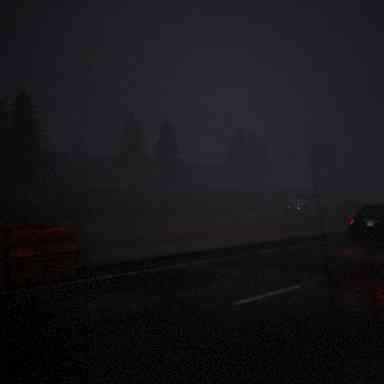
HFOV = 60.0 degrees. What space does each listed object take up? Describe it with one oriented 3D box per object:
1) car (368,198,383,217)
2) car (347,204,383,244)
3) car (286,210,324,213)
[{"bbox_3d":[18.115,1.338,29.818,4.902,1.511,2.128,0,0,-36],"label":"car"},{"bbox_3d":[8.717,1.278,14.264,4.553,1.767,2.097,0,0,-35],"label":"car"},{"bbox_3d":[11.626,1.085,33.767,5.566,2.045,2.150,0,0,-36],"label":"car"}]
